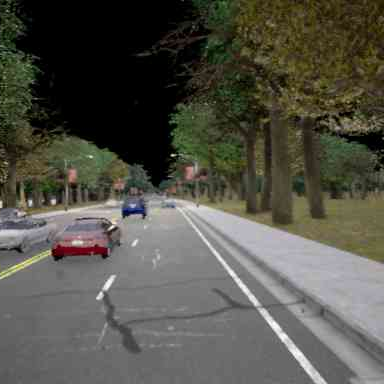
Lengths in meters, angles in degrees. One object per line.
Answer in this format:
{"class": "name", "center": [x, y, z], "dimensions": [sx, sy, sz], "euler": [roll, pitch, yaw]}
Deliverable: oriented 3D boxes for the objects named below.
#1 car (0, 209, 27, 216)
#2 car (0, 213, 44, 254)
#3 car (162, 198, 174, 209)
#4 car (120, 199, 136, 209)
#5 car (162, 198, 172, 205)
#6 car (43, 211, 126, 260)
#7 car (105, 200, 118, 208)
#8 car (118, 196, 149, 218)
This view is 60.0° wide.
{"class": "car", "center": [-11.224, 1.813, 19.951], "dimensions": [2.128, 1.511, 4.902], "euler": [-1, 0, -4]}
{"class": "car", "center": [-7.558, 1.817, 14.521], "dimensions": [1.895, 1.301, 4.718], "euler": [-1, 0, -4]}
{"class": "car", "center": [-3.611, 1.794, 50.622], "dimensions": [2.033, 1.411, 5.357], "euler": [-1, 0, -5]}
{"class": "car", "center": [-10.762, 2.009, 56.632], "dimensions": [2.033, 1.411, 5.357], "euler": [-1, 0, -4]}
{"class": "car", "center": [-5.541, 1.976, 72.919], "dimensions": [1.994, 1.385, 4.181], "euler": [-1, 0, -5]}
{"class": "car", "center": [-4.008, 1.688, 13.230], "dimensions": [1.994, 1.385, 4.181], "euler": [-1, 0, -4]}
{"class": "car", "center": [-14.248, 2.094, 59.570], "dimensions": [1.812, 1.442, 4.674], "euler": [-1, 0, -4]}
{"class": "car", "center": [-5.423, 1.432, 31.997], "dimensions": [2.150, 2.045, 5.566], "euler": [-1, 0, -4]}
